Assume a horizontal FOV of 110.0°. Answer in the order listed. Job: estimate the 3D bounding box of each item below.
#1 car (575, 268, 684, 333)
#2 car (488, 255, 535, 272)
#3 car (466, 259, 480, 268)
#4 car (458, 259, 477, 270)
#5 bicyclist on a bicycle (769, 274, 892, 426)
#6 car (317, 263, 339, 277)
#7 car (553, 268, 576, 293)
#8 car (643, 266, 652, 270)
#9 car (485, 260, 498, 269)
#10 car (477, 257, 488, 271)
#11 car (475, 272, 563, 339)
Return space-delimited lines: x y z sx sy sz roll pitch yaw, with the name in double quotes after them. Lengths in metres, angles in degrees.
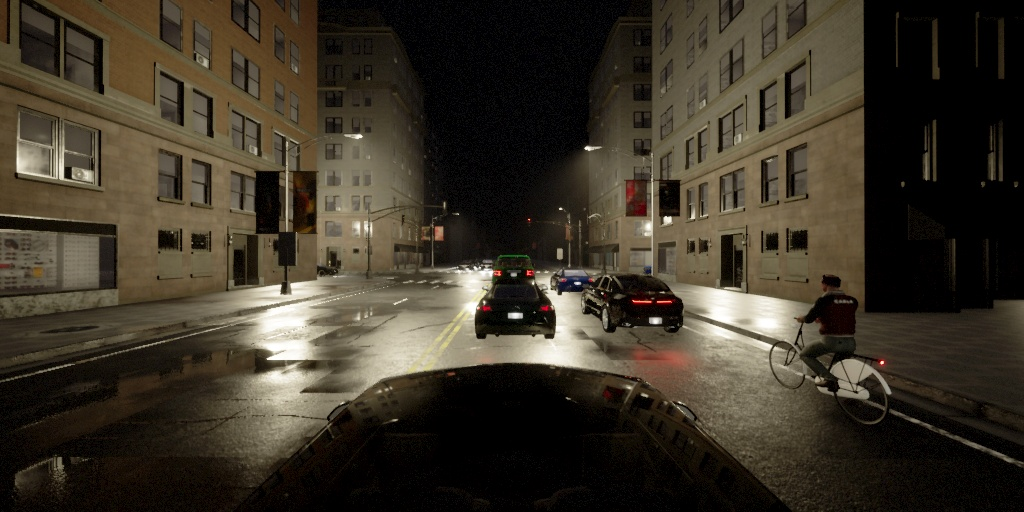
3.338 1.256 10.753 1.837 1.490 4.892 0 0 0 "car"
0.082 0.975 19.500 2.150 2.045 5.566 0 0 0 "car"
-6.633 1.275 61.318 1.837 1.490 4.892 0 0 0 "car"
-6.637 1.294 52.308 1.812 1.442 4.674 0 0 0 "car"
4.140 1.121 4.859 0.659 1.776 1.843 0 0 0 "bicyclist on a bicycle"
-19.178 1.299 34.800 4.181 1.385 1.994 0 0 0 "car"
3.232 1.318 19.649 1.994 1.385 4.181 0 0 0 "car"
16.369 1.291 37.642 5.008 1.535 1.882 0 0 0 "car"
-3.386 1.371 60.316 1.895 1.301 4.718 0 0 0 "car"
-3.389 1.259 51.051 2.128 1.511 4.902 0 0 0 "car"
0.088 1.315 10.087 1.994 1.385 4.181 0 0 0 "car"
